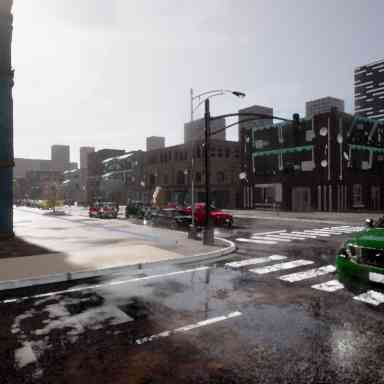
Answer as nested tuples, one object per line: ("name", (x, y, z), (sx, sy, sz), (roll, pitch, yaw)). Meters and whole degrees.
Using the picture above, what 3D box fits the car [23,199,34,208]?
("car", (-31.640, 2.376, 66.123), (2.008, 1.369, 4.403), (-1, 0, -35))

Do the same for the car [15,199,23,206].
("car", (-38.042, 2.380, 75.155), (1.967, 1.590, 4.097), (-1, 0, -35))

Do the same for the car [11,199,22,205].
("car", (-44.439, 2.598, 84.188), (1.887, 1.381, 4.507), (-1, 0, -35))

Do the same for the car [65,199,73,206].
("car", (-28.003, 2.364, 75.486), (1.947, 1.339, 4.313), (-1, 0, -35))

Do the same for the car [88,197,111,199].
("car", (-11.044, 1.678, 41.567), (2.150, 2.045, 5.566), (-1, 0, -35))

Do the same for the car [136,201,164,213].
("car", (-5.601, 1.966, 43.871), (1.802, 1.307, 4.206), (-1, 0, -35))

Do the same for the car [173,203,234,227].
("car", (0.964, 1.698, 24.602), (1.882, 1.535, 5.008), (-1, 0, -35))

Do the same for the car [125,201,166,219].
("car", (-4.897, 1.689, 32.875), (2.097, 1.767, 4.553), (-1, 0, -35))

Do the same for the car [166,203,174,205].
("car", (-2.402, 1.904, 39.355), (1.802, 1.307, 4.206), (-2, 0, -35))

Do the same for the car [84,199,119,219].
("car", (-9.242, 1.847, 34.508), (1.967, 1.590, 4.097), (-1, 0, -35))

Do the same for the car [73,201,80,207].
("car", (-21.603, 2.228, 66.453), (1.887, 1.381, 4.507), (-1, 0, -35))

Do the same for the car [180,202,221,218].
("car", (0.797, 1.810, 34.839), (2.008, 1.369, 4.403), (-2, 0, -35))

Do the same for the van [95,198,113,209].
("van", (-15.207, 1.907, 57.420), (1.690, 1.788, 3.998), (-1, 0, -35))

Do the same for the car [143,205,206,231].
("car", (-1.315, 1.815, 23.116), (1.947, 1.339, 4.313), (-1, 0, -35))

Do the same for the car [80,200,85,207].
("car", (-18.408, 1.940, 61.936), (2.192, 1.841, 5.009), (-1, 0, -35))

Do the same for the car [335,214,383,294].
("car", (5.664, 1.219, 7.706), (5.566, 2.045, 2.150), (0, 0, -35))

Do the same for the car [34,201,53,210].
("car", (-25.141, 2.233, 56.951), (1.752, 1.417, 4.829), (-1, 0, -35))

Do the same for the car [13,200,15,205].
("car", (-41.240, 2.548, 79.672), (2.008, 1.369, 4.403), (-1, 0, -35))
